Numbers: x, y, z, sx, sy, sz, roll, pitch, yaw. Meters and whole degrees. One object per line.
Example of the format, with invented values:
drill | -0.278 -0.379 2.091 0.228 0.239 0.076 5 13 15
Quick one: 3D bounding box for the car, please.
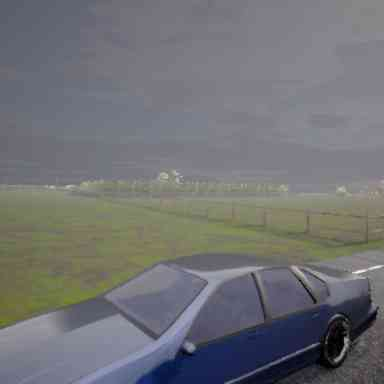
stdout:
car | 0.256 1.549 4.176 5.357 1.411 2.033 0 0 -36
